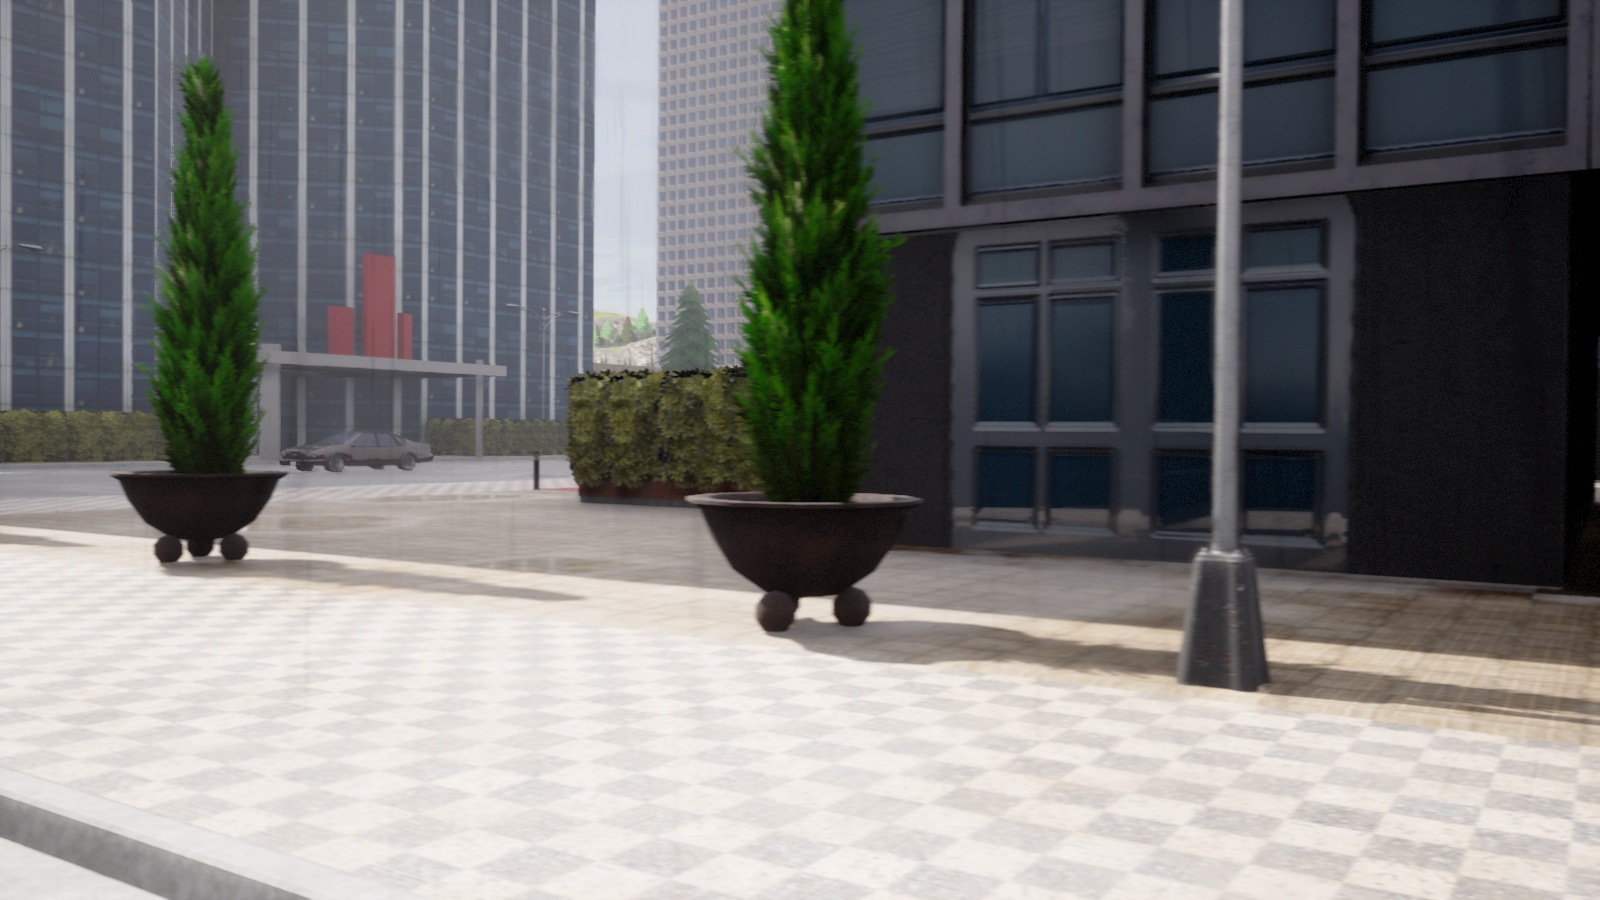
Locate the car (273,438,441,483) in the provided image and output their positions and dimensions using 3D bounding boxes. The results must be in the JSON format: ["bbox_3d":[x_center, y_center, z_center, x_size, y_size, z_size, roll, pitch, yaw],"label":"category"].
[{"bbox_3d":[-15.267,0.320,43.625,2.033,1.411,5.357,0,1,33],"label":"car"}]
